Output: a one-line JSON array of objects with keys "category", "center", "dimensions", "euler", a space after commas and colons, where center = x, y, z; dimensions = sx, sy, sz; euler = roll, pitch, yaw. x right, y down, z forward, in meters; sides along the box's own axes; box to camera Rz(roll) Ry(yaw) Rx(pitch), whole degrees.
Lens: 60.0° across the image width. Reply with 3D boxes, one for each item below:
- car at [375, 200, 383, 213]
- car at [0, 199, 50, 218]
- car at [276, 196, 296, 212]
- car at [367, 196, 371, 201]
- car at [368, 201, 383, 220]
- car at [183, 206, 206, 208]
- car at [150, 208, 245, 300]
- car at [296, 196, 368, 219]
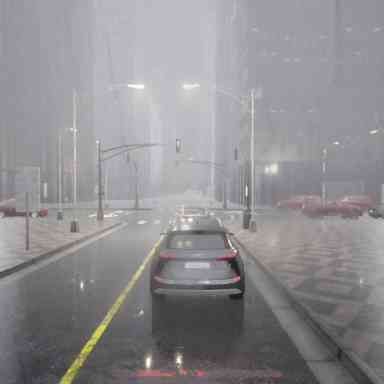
[{"category": "car", "center": [23.464, 1.633, 37.717], "dimensions": [4.313, 1.339, 1.947], "euler": [0, 1, 0]}, {"category": "car", "center": [-14.864, 1.567, 29.153], "dimensions": [4.507, 1.381, 1.887], "euler": [0, 1, 0]}, {"category": "car", "center": [12.179, 1.325, 37.703], "dimensions": [5.009, 1.841, 2.192], "euler": [0, 1, 0]}, {"category": "car", "center": [17.822, 1.353, 37.709], "dimensions": [5.009, 1.841, 2.192], "euler": [0, 1, 0]}, {"category": "car", "center": [17.820, 1.742, 29.188], "dimensions": [4.313, 1.339, 1.947], "euler": [0, 1, 0]}, {"category": "car", "center": [0.129, 1.507, 17.493], "dimensions": [1.837, 1.490, 4.892], "euler": [0, 0, 0]}, {"category": "car", "center": [0.124, 1.428, 8.407], "dimensions": [2.033, 1.649, 4.856], "euler": [0, 0, 1]}, {"category": "car", "center": [12.178, 1.463, 29.179], "dimensions": [5.009, 1.841, 2.192], "euler": [0, 1, 0]}]
